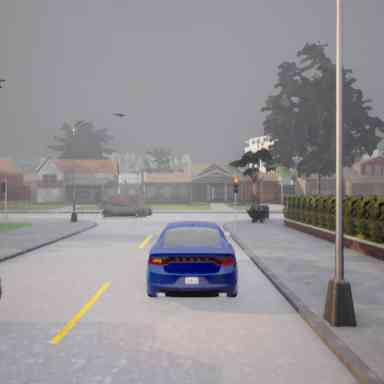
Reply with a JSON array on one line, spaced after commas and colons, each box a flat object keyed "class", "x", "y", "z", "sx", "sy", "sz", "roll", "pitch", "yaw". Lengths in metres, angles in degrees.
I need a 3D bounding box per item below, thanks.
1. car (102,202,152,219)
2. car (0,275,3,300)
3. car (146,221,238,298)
[{"class": "car", "x": -5.632, "y": 1.559, "z": 29.017, "sx": 4.181, "sy": 1.385, "sz": 1.994, "roll": 0, "pitch": 0, "yaw": 0}, {"class": "car", "x": -4.094, "y": 1.600, "z": 3.320, "sx": 1.895, "sy": 1.301, "sz": 4.718, "roll": 0, "pitch": 0, "yaw": 0}, {"class": "car", "x": 0.017, "y": 1.476, "z": 8.584, "sx": 1.882, "sy": 1.535, "sz": 5.008, "roll": 0, "pitch": 0, "yaw": 0}]
